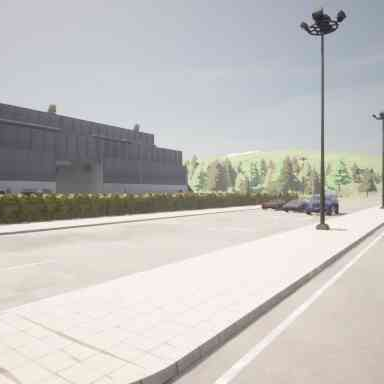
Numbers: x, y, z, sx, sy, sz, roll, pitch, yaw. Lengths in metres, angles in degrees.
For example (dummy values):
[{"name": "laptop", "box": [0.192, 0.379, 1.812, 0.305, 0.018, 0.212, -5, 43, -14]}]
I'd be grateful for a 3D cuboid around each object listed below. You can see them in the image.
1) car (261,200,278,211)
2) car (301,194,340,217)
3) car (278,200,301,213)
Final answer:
[{"name": "car", "box": [10.179, 1.601, 40.796, 1.895, 1.301, 4.718, 0, 0, 35]}, {"name": "car", "box": [12.812, 1.221, 32.413, 2.150, 2.045, 5.566, 0, 0, 35]}, {"name": "car", "box": [11.754, 1.547, 36.967, 2.033, 1.411, 5.357, 0, 0, 36]}]
